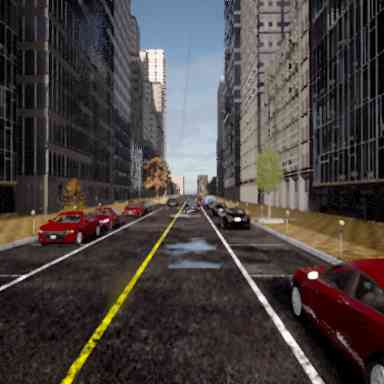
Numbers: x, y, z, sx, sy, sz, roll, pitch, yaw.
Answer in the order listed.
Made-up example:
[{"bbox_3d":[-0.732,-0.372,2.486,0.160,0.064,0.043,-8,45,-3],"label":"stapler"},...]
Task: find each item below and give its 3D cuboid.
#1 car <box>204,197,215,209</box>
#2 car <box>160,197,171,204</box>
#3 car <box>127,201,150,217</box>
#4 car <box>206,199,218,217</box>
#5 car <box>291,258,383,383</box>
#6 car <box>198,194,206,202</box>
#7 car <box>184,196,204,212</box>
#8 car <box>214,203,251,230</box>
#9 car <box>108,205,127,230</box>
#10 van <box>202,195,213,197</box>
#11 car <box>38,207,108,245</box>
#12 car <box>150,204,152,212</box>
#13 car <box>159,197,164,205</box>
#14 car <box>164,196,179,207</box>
[{"bbox_3d":[2.690,1.732,44.337,1.947,1.339,4.313,0,0,0],"label":"car"},{"bbox_3d":[-5.692,1.799,72.810,2.008,1.369,4.403,0,0,0],"label":"car"},{"bbox_3d":[-5.690,1.672,32.961,1.887,1.381,4.507,0,0,0],"label":"car"},{"bbox_3d":[2.690,1.694,32.953,1.947,1.339,4.313,0,0,0],"label":"car"},{"bbox_3d":[2.692,1.565,4.492,1.887,1.381,4.507,0,0,0],"label":"car"},{"bbox_3d":[2.689,1.606,89.876,2.192,1.841,5.009,0,0,0],"label":"car"},{"bbox_3d":[0.096,1.649,41.689,2.128,1.511,4.902,0,0,0],"label":"car"},{"bbox_3d":[2.691,1.652,21.569,1.947,1.339,4.313,0,0,0],"label":"car"},{"bbox_3d":[-5.690,1.668,21.576,1.802,1.307,4.206,0,0,0],"label":"car"},{"bbox_3d":[2.690,1.525,50.032,1.690,1.788,3.998,0,0,0],"label":"van"},{"bbox_3d":[-5.689,1.610,15.882,1.887,1.381,4.507,0,0,0],"label":"car"},{"bbox_3d":[-5.691,1.713,38.653,1.947,1.339,4.313,0,0,0],"label":"car"},{"bbox_3d":[-5.692,1.758,66.946,1.752,1.417,4.829,0,0,0],"label":"car"},{"bbox_3d":[-3.069,1.675,54.406,1.882,1.535,5.008,0,0,0],"label":"car"}]
